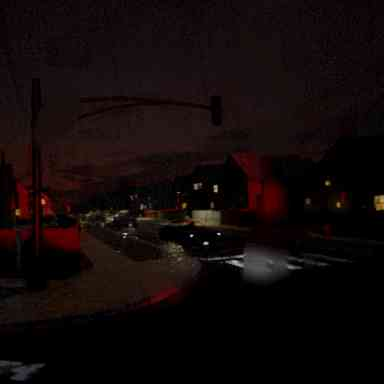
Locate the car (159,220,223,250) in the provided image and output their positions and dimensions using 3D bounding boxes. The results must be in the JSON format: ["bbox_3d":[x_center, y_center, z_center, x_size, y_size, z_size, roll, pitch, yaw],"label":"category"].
[{"bbox_3d":[-0.204,2.188,17.573,1.895,1.301,4.718,0,-2,-23],"label":"car"}]

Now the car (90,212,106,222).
[{"bbox_3d":[-14.313,3.759,50.357,2.128,1.511,4.902,0,-3,-23],"label":"car"}]

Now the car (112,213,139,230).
[{"bbox_3d":[-6.517,2.805,32.141,2.128,1.511,4.902,0,-2,-23],"label":"car"}]
